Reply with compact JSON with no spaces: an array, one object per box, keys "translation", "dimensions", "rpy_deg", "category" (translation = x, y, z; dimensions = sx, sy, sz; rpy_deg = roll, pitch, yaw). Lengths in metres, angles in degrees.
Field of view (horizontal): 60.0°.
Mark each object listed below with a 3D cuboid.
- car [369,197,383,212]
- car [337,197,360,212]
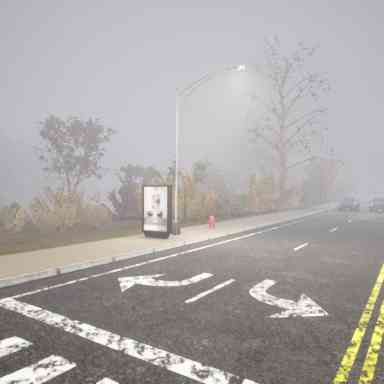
[{"translation":[21.536,1.392,38.056],"dimensions":[2.097,1.767,4.553],"rpy_deg":[0,0,31],"category":"car"},{"translation":[18.736,1.389,39.706],"dimensions":[2.097,1.767,4.553],"rpy_deg":[0,0,31],"category":"car"}]
